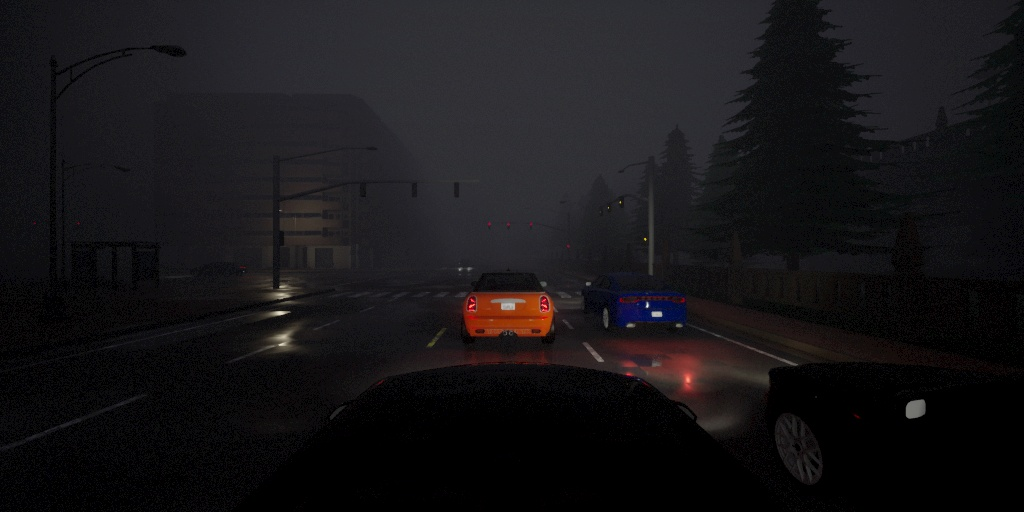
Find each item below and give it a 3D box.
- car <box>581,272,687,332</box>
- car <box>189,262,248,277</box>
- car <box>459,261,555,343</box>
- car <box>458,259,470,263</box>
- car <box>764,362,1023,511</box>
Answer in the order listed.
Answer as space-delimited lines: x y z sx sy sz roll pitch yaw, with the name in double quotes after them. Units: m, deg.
3.418 1.228 10.957 1.882 1.535 5.008 0 0 0 "car"
-29.103 1.310 35.616 4.892 1.490 1.837 0 0 -1 "car"
-0.081 1.102 9.813 2.097 1.767 4.553 0 0 0 "car"
-7.982 1.254 61.401 1.837 1.490 4.892 0 0 -1 "car"
3.288 1.228 1.431 1.882 1.535 5.008 0 0 3 "car"
